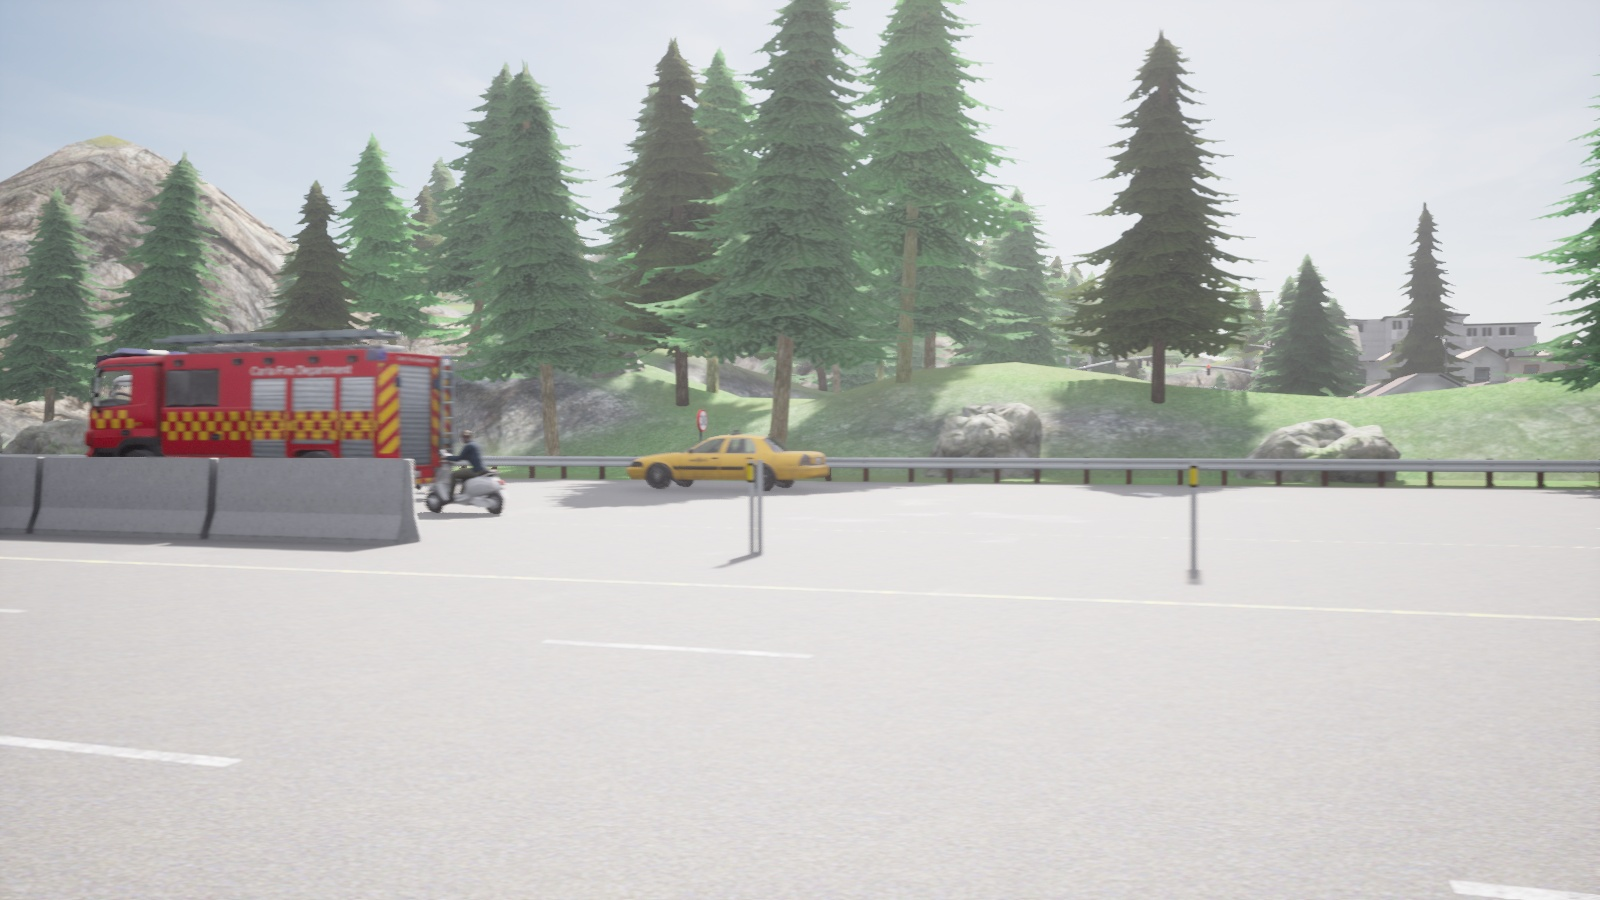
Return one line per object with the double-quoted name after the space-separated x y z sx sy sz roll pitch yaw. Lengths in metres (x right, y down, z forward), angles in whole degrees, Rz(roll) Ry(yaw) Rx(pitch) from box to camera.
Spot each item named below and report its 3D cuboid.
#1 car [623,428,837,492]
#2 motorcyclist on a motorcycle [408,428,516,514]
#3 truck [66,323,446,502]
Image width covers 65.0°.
-1.863 0.225 33.360 5.366 1.575 1.801 1 1 19 "car"
-6.404 0.374 23.810 1.817 1.590 0.866 1 1 19 "motorcyclist on a motorcycle"
-12.836 -0.861 29.652 8.468 3.827 2.891 1 1 19 "truck"
